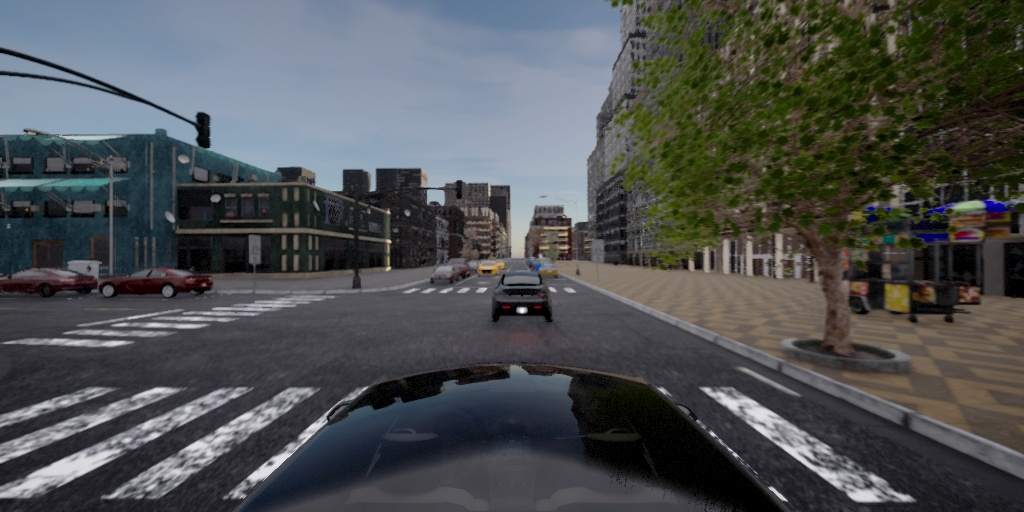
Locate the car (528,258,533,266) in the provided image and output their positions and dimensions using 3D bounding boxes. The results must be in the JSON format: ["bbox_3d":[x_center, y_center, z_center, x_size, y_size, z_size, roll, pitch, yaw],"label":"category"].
[{"bbox_3d":[3.651,1.339,49.984,2.007,1.370,4.403,0,0,1],"label":"car"}]

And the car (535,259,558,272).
[{"bbox_3d":[3.335,1.295,33.503,1.751,1.417,4.829,0,0,1],"label":"car"}]

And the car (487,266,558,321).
[{"bbox_3d":[0.332,1.266,12.482,1.837,1.490,4.892,0,0,1],"label":"car"}]

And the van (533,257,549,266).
[{"bbox_3d":[3.439,1.117,38.884,1.690,1.789,3.998,0,0,1],"label":"van"}]

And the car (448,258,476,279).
[{"bbox_3d":[-5.047,1.132,33.492,2.192,1.841,5.009,0,0,1],"label":"car"}]

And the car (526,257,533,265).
[{"bbox_3d":[3.865,1.368,61.083,1.948,1.339,4.313,0,0,1],"label":"car"}]

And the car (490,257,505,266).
[{"bbox_3d":[-2.061,1.302,52.622,1.882,1.535,5.008,0,0,1],"label":"car"}]

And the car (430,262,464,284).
[{"bbox_3d":[-5.153,1.393,27.942,1.802,1.307,4.207,0,0,1],"label":"car"}]

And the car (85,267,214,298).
[{"bbox_3d":[-16.950,1.234,17.157,4.507,1.381,1.888,0,0,0],"label":"car"}]

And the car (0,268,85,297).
[{"bbox_3d":[-22.495,1.233,17.186,4.207,1.307,1.802,0,0,0],"label":"car"}]

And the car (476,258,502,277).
[{"bbox_3d":[-2.383,1.284,37.125,1.882,1.535,5.008,0,0,1],"label":"car"}]
